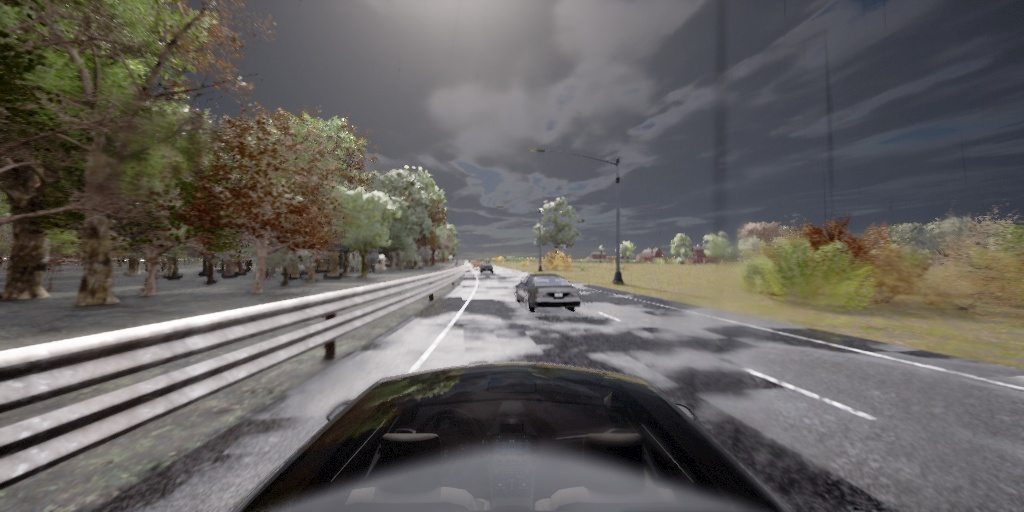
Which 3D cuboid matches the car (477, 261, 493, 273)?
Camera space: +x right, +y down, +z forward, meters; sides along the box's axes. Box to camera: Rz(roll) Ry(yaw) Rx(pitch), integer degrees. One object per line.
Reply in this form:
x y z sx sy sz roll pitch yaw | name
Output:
-3.976 1.813 55.124 1.837 1.490 4.892 0 -1 -8 | car

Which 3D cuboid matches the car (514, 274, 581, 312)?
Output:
1.313 1.454 15.144 2.033 1.411 5.357 0 -1 -8 | car
